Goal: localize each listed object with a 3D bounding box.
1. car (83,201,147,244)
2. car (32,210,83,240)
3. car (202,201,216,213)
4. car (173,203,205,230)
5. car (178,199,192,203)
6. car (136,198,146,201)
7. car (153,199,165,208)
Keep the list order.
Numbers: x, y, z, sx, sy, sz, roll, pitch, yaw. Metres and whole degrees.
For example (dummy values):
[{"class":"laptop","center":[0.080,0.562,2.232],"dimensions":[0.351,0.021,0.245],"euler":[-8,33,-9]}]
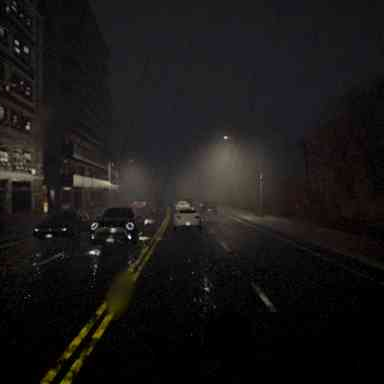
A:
[{"class":"car","center":[-3.580,1.523,16.634],"dimensions":[2.097,1.767,4.553],"euler":[0,-1,-1]},{"class":"car","center":[-6.872,1.741,18.525],"dimensions":[2.033,1.411,5.357],"euler":[0,-1,-1]},{"class":"car","center":[1.983,1.921,42.458],"dimensions":[1.837,1.490,4.892],"euler":[0,-1,-3]},{"class":"car","center":[-0.323,1.755,22.862],"dimensions":[1.812,1.442,4.674],"euler":[0,-1,-2]},{"class":"car","center":[-1.163,1.929,40.703],"dimensions":[1.812,1.442,4.674],"euler":[0,-1,-3]},{"class":"car","center":[-9.293,1.950,60.400],"dimensions":[2.097,1.767,4.553],"euler":[0,-1,-5]},{"class":"car","center":[-6.051,2.074,60.680],"dimensions":[1.882,1.535,5.008],"euler":[0,-1,-5]}]
